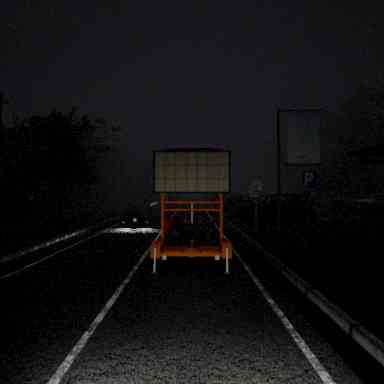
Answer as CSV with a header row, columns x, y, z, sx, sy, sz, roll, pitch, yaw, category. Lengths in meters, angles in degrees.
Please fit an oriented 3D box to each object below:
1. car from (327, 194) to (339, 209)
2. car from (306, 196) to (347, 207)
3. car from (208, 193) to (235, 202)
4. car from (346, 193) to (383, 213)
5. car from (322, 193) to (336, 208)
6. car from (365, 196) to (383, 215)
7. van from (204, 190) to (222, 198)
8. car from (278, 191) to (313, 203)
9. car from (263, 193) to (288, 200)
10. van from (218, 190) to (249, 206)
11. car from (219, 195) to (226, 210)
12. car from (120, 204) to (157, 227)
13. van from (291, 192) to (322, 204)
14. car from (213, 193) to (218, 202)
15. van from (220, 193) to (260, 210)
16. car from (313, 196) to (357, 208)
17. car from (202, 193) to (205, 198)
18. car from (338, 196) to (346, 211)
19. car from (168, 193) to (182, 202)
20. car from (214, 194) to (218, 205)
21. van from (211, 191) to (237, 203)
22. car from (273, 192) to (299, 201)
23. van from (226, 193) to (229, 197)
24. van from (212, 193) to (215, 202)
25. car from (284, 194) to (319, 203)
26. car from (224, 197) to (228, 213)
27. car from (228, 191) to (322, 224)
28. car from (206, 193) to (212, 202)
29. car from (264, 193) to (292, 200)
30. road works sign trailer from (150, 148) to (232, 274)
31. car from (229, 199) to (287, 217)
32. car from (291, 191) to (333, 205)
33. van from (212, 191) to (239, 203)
x,y,z,sx,sy,sz,roll,pitch,yaw,category
18.701,1.316,38.069,5.008,1.535,2.097,0,0,0,car
18.705,1.280,46.401,4.792,1.488,2.163,0,1,0,car
5.531,1.055,62.526,4.892,1.521,2.231,0,1,0,car
18.699,1.095,32.515,5.566,2.045,2.435,0,0,0,car
18.881,1.294,40.847,5.366,1.575,1.946,0,0,0,car
18.743,1.360,29.741,5.008,1.535,2.097,0,0,0,car
5.338,0.540,84.946,4.442,1.987,1.878,0,1,0,van
18.654,0.833,60.276,5.566,2.045,2.435,0,1,0,car
18.580,0.907,74.157,4.892,1.521,2.231,0,1,0,car
5.513,1.094,37.290,4.442,1.987,1.878,0,0,0,van
5.635,1.335,34.485,5.008,1.535,2.097,0,0,0,car
-3.400,1.477,21.850,1.994,1.385,4.181,0,0,0,car
18.762,0.930,54.726,4.442,1.987,1.878,0,1,0,van
5.596,1.297,45.704,4.674,1.452,2.002,0,1,0,car
5.736,1.075,40.092,4.442,1.987,1.878,0,0,0,van
18.657,1.308,43.618,4.792,1.488,2.163,0,1,0,car
5.477,0.694,70.931,5.566,2.045,2.435,0,1,0,car
18.711,1.334,35.291,4.892,1.521,2.231,0,0,0,car
-3.443,1.163,63.109,1.895,1.301,4.718,0,1,0,car
5.639,1.312,42.897,4.792,1.488,2.163,0,0,0,car
5.664,0.864,59.720,4.442,1.987,1.878,0,1,0,van
18.636,0.887,65.829,4.553,1.767,2.185,0,1,0,car
5.767,1.124,31.681,4.442,1.987,1.878,0,0,0,van
5.695,0.972,51.312,4.442,1.987,1.878,0,1,0,van
18.821,1.117,57.504,5.366,1.575,1.946,0,1,0,car
5.486,1.375,26.074,5.366,1.575,1.946,0,0,0,car
5.653,1.140,23.270,5.566,2.045,2.435,0,0,0,car
5.540,0.911,54.112,5.566,2.045,2.435,0,1,0,car
18.399,0.938,71.380,5.366,1.575,1.946,0,1,0,car
0.002,0.435,10.495,2.380,3.560,2.880,0,0,2,road works sign trailer
5.664,1.404,28.878,4.674,1.452,2.002,0,0,0,car
18.684,0.940,51.949,5.566,2.045,2.435,0,1,0,car
5.674,0.900,56.917,4.442,1.987,1.878,0,1,0,van
